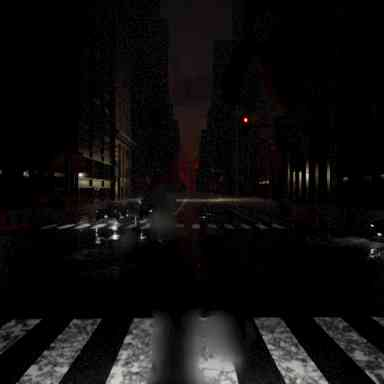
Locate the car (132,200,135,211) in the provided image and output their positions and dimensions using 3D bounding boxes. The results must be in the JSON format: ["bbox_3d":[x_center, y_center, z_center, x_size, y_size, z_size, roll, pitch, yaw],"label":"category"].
[{"bbox_3d":[-6.618,1.570,37.052,1.895,1.301,4.718,0,0,0],"label":"car"}]

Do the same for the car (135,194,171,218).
[{"bbox_3d":[-3.364,1.199,29.983,2.150,2.045,5.566,0,0,0],"label":"car"}]

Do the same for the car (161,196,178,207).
[{"bbox_3d":[-3.358,1.443,50.499,2.128,1.511,4.902,0,0,0],"label":"car"}]

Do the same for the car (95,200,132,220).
[{"bbox_3d":[-6.632,1.580,27.936,1.895,1.301,4.718,0,0,1],"label":"car"}]

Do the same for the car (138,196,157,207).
[{"bbox_3d":[-6.615,1.446,49.737,2.128,1.511,4.902,0,0,0],"label":"car"}]

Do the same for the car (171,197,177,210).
[{"bbox_3d":[-3.367,1.457,40.077,2.128,1.511,4.902,0,0,0],"label":"car"}]

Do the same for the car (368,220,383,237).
[{"bbox_3d":[10.626,1.373,14.369,5.357,1.411,2.033,-1,0,-4],"label":"car"}]
